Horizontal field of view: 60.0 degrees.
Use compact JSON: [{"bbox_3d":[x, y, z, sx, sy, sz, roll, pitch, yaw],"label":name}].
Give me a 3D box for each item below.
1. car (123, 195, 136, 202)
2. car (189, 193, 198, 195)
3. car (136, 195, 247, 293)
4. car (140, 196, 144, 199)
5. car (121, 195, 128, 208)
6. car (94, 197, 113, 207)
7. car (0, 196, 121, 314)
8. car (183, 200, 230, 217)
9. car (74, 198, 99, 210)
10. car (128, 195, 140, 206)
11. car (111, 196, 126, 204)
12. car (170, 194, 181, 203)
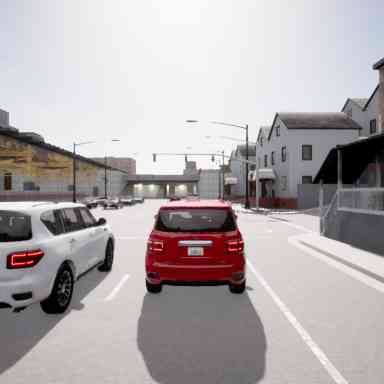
[{"bbox_3d":[-13.826,1.493,73.717,1.837,1.490,4.892,0,0,0],"label":"car"},{"bbox_3d":[0.238,1.221,58.896,2.150,2.045,5.566,0,0,0],"label":"car"},{"bbox_3d":[0.099,1.221,9.007,2.150,2.045,5.566,0,0,1],"label":"car"},{"bbox_3d":[-10.384,1.547,64.657,2.033,1.411,5.357,0,0,0],"label":"car"},{"bbox_3d":[-10.494,1.491,44.619,2.128,1.511,4.902,0,0,0],"label":"car"},{"bbox_3d":[-13.964,1.526,52.948,1.812,1.442,4.674,0,0,0],"label":"car"},{"bbox_3d":[-3.409,1.221,7.745,2.150,2.045,5.566,0,0,1],"label":"car"},{"bbox_3d":[1.335,1.536,32.266,1.812,1.442,4.674,-1,1,-40],"label":"car"},{"bbox_3d":[-13.995,1.564,44.207,1.994,1.385,4.181,0,0,0],"label":"car"},{"bbox_3d":[-10.463,1.547,54.368,2.033,1.411,5.357,0,0,0],"label":"car"},{"bbox_3d":[-13.897,1.505,63.303,1.837,1.490,4.892,0,0,0],"label":"car"},{"bbox_3d":[-3.337,1.352,69.139,2.097,1.767,4.553,0,0,0],"label":"car"}]
